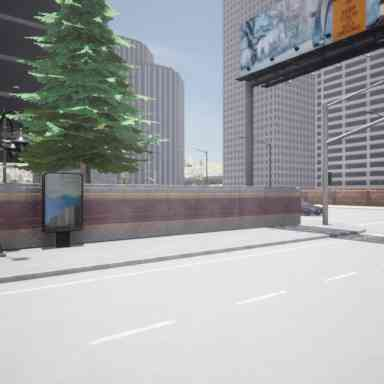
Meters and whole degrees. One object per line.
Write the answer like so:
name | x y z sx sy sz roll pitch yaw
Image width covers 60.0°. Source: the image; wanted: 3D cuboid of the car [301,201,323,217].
car | 10.475 1.564 31.923 1.994 1.385 4.181 0 0 -35
